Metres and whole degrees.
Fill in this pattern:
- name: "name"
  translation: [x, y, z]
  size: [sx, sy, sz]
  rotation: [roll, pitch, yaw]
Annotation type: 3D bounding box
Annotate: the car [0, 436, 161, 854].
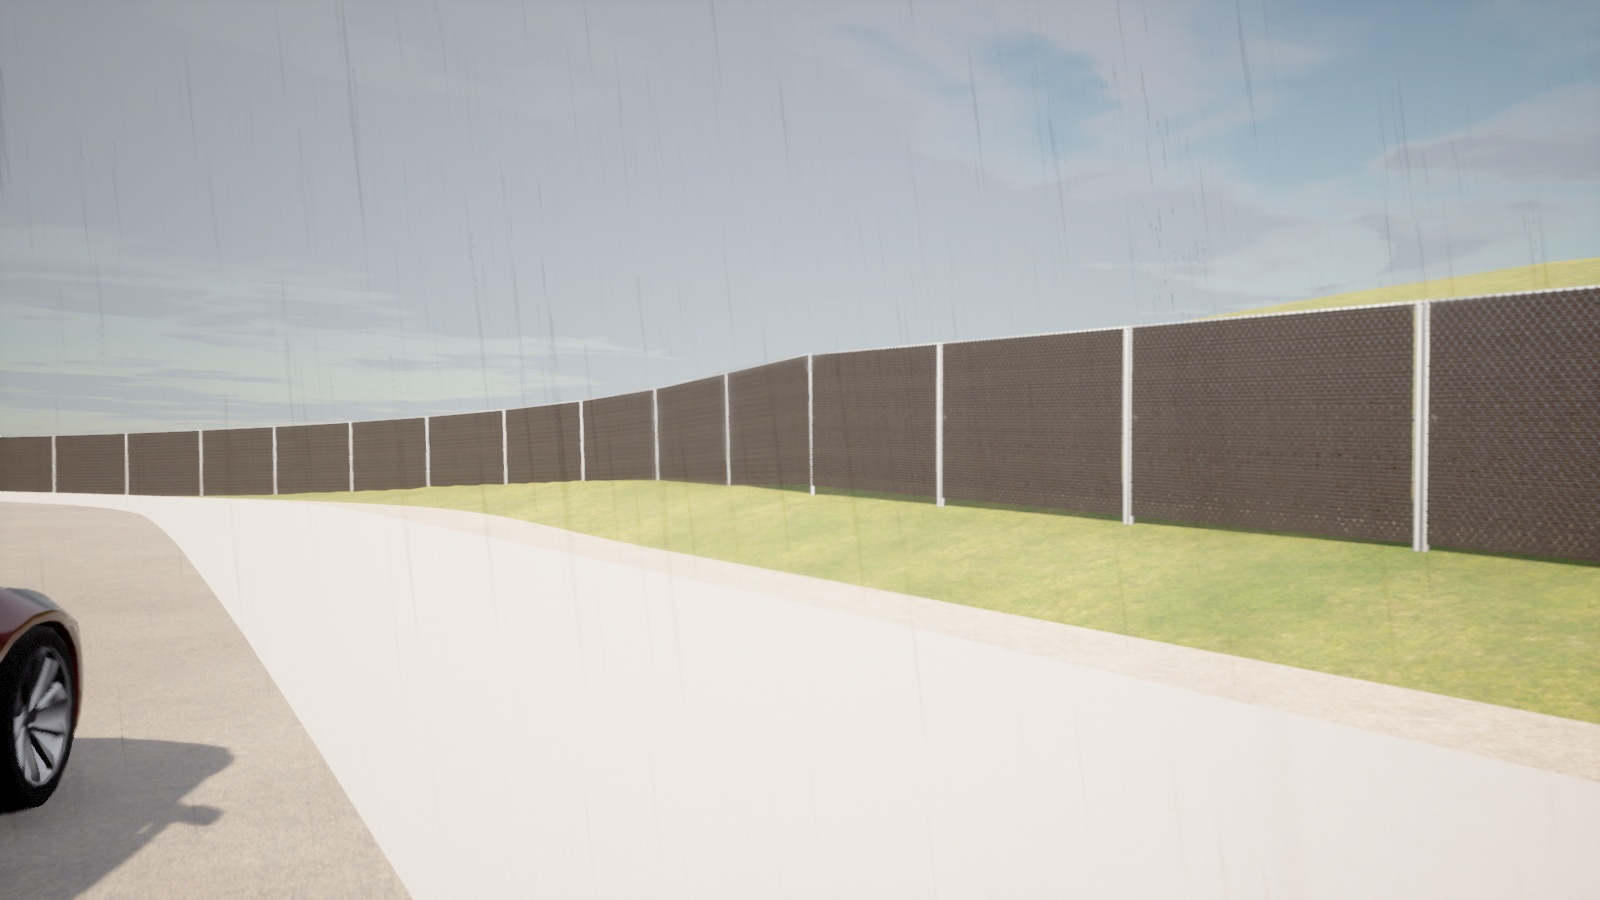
- name: "car"
  translation: [-3.840, 0.723, 3.399]
  size: [2.163, 1.488, 4.792]
  rotation: [-1, 1, -6]
